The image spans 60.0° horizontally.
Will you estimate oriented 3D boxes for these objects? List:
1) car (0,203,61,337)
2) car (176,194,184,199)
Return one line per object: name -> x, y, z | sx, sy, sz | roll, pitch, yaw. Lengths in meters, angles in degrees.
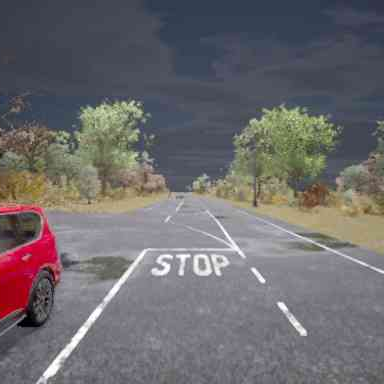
car -> -3.503, 1.207, 3.966 | 2.150, 2.045, 5.566 | 0, 0, 0
car -> -3.158, 1.202, 87.199 | 2.033, 1.411, 5.357 | 0, 0, 5
